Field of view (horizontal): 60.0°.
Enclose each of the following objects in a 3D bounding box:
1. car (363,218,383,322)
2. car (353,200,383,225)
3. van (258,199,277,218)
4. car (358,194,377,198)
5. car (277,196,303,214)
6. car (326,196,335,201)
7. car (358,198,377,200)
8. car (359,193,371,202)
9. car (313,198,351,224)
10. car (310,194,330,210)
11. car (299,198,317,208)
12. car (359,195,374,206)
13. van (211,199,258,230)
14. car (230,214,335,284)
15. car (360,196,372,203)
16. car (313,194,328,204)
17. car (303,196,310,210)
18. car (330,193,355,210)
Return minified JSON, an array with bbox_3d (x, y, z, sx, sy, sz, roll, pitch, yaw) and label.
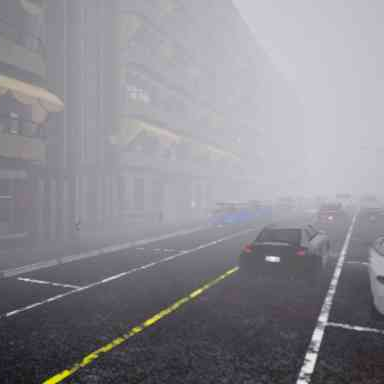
[{"bbox_3d":[4.480,1.471,6.534,1.812,1.442,4.674,-2,0,27],"label":"car"},{"bbox_3d":[12.106,1.442,22.370,1.887,1.381,4.507,0,0,27],"label":"car"},{"bbox_3d":[5.123,1.426,26.019,1.690,1.788,3.998,0,0,27],"label":"van"},{"bbox_3d":[17.159,1.310,32.210,1.967,1.590,4.097,0,0,27],"label":"car"},{"bbox_3d":[10.170,1.373,35.861,2.192,1.841,5.009,0,0,27],"label":"car"},{"bbox_3d":[35.403,1.601,85.077,1.802,1.307,4.206,0,0,27],"label":"car"},{"bbox_3d":[14.629,1.427,27.291,1.887,1.381,4.507,0,0,27],"label":"car"},{"bbox_3d":[37.310,1.139,71.606,2.192,1.841,5.009,0,0,27],"label":"car"},{"bbox_3d":[10.386,1.458,24.461,1.837,1.490,4.892,-2,0,27],"label":"car"},{"bbox_3d":[16.695,1.327,43.022,2.097,1.767,4.553,-2,0,27],"label":"car"},{"bbox_3d":[17.740,1.592,50.627,1.947,1.339,4.313,0,0,27],"label":"car"},{"bbox_3d":[27.216,1.272,51.917,1.967,1.590,4.097,0,0,27],"label":"car"},{"bbox_3d":[2.600,1.442,21.096,1.690,1.788,3.998,0,0,27],"label":"van"},{"bbox_3d":[2.852,1.571,9.762,1.994,1.385,4.181,-2,-1,27],"label":"car"},{"bbox_3d":[32.264,1.406,61.761,1.802,1.307,4.206,0,0,27],"label":"car"},{"bbox_3d":[25.308,1.326,65.389,2.192,1.841,5.009,0,0,27],"label":"car"},{"bbox_3d":[12.693,1.361,40.782,2.192,1.841,5.009,0,0,27],"label":"car"},{"bbox_3d":[18.675,1.135,40.856,2.150,2.045,5.566,-2,-1,27],"label":"car"}]
